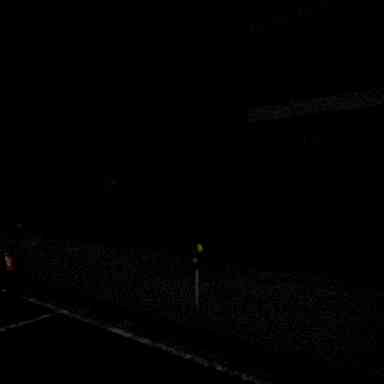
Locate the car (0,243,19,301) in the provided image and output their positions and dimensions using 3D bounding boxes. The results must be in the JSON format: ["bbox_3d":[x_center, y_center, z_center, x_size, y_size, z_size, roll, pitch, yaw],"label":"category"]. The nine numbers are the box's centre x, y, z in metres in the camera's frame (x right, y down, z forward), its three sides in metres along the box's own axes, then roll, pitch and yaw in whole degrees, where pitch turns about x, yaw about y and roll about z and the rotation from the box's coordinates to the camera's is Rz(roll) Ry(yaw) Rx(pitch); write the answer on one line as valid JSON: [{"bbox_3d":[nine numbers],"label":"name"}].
[{"bbox_3d":[-5.464,1.408,6.974,4.097,1.590,1.967,0,0,36],"label":"car"}]
